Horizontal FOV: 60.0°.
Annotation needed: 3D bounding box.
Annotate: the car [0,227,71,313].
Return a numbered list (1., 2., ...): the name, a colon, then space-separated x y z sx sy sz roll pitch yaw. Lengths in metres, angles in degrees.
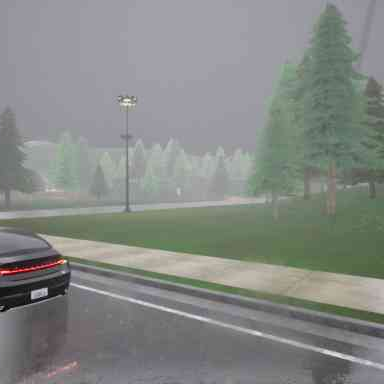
1. car: -4.605 1.505 7.153 4.892 1.490 1.837 0 0 35
